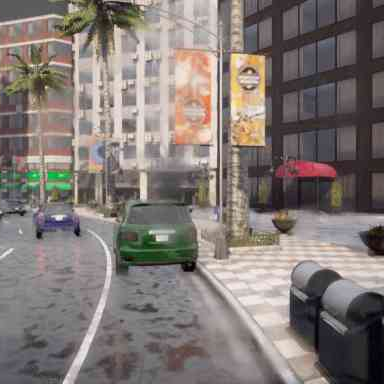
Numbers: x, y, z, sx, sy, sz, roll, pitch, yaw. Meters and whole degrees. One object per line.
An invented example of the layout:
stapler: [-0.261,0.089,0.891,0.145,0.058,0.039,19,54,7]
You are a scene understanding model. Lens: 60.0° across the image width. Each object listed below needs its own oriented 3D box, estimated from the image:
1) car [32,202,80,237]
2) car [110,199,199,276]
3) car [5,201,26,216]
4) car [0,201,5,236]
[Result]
car: [-7.611,1.343,18.394,2.097,1.767,4.553,0,0,-28]
car: [-1.387,1.217,10.697,2.150,2.045,5.566,0,0,-14]
car: [-17.302,1.529,31.030,5.357,1.411,2.033,0,0,43]
car: [-11.192,1.465,17.659,1.882,1.535,5.008,0,0,-29]
